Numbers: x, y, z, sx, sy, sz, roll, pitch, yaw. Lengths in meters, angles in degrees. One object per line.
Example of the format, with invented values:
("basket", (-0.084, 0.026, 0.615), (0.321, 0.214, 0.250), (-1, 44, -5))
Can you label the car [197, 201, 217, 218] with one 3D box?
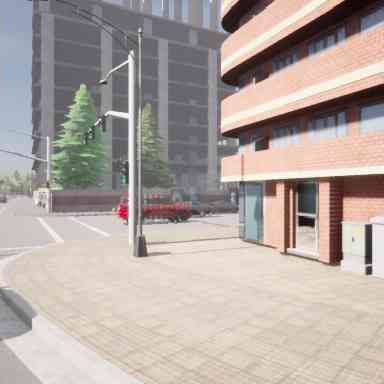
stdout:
("car", (-0.654, 1.547, 29.781), (4.902, 1.511, 2.128), (0, 0, -27))

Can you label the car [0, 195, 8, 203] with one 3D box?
("car", (-38.018, 1.595, 65.938), (1.895, 1.301, 4.718), (0, 0, -27))

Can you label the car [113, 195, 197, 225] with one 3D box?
("car", (-2.757, 1.276, 24.580), (5.566, 2.045, 2.150), (0, 0, -27))

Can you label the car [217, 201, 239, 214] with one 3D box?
("car", (2.998, 1.619, 35.541), (4.181, 1.385, 1.994), (0, 0, -27))

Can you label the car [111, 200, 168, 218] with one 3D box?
("car", (-4.962, 1.547, 31.531), (4.902, 1.511, 2.128), (0, 0, -27))

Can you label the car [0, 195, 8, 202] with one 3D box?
("car", (-42.553, 1.500, 74.788), (1.837, 1.490, 4.892), (0, 0, -27))
